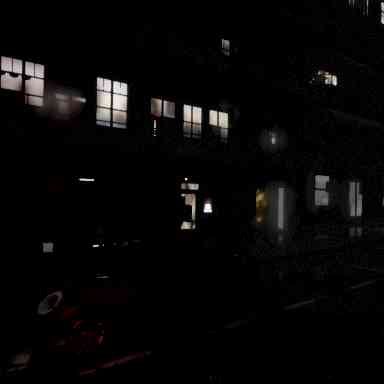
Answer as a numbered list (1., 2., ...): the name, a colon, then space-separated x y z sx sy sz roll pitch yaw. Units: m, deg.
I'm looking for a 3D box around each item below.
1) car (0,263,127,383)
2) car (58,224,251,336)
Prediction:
1. car: -2.980 1.477 1.248 5.008 1.535 1.882 0 0 -36
2. car: -0.928 1.441 5.886 4.097 1.590 1.967 0 1 -36
